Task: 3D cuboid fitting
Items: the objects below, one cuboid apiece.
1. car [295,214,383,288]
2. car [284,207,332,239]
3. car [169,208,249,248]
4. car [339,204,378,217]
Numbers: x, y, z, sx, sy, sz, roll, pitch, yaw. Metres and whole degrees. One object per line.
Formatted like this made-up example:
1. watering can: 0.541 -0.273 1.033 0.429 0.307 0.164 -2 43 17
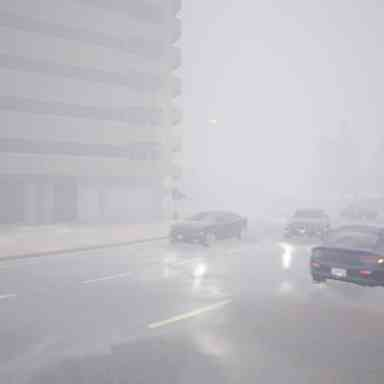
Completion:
1. car: 4.686 1.555 8.861 1.812 1.442 4.674 0 0 42
2. car: 6.173 1.572 17.403 1.837 1.490 4.892 0 0 28
3. car: 0.930 1.558 15.537 1.882 1.535 5.008 0 0 34
4. car: 13.787 1.691 27.935 1.895 1.301 4.718 0 0 11
